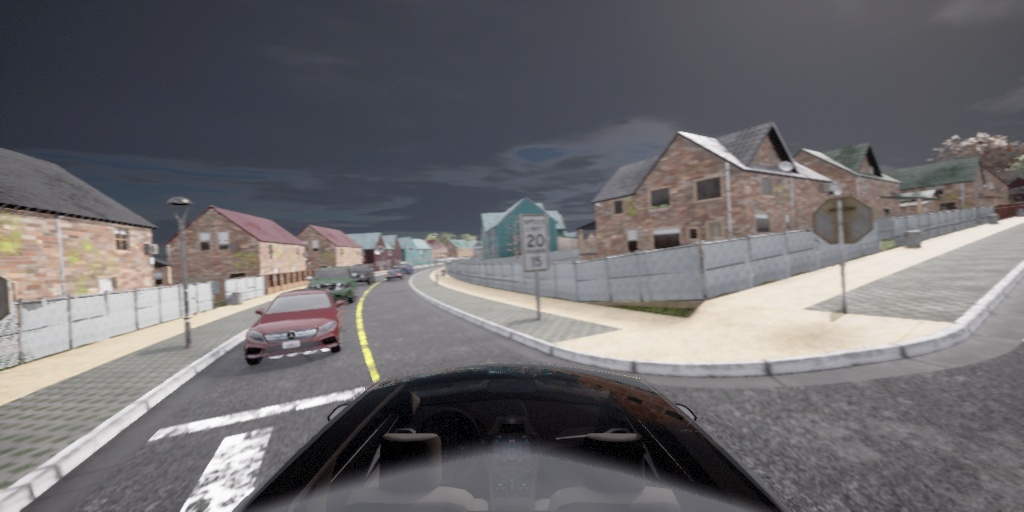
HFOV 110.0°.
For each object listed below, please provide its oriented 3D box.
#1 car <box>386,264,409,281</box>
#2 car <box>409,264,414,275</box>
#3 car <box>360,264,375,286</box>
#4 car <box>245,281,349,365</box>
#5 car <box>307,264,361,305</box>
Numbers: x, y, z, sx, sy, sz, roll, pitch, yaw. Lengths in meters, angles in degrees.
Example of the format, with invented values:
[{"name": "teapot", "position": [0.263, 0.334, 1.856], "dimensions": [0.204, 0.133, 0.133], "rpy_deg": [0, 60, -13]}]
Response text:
[{"name": "car", "position": [-13.333, 2.041, 41.182], "dimensions": [2.033, 1.411, 5.357], "rpy_deg": [-3, 1, -13]}, {"name": "car", "position": [-15.441, 1.866, 51.649], "dimensions": [2.097, 1.767, 4.553], "rpy_deg": [-3, 0, -8]}, {"name": "car", "position": [-14.871, 1.851, 35.372], "dimensions": [2.150, 2.045, 5.566], "rpy_deg": [-4, 0, -15]}, {"name": "car", "position": [-5.521, 1.637, 9.582], "dimensions": [1.812, 1.442, 4.674], "rpy_deg": [-4, 0, -23]}, {"name": "car", "position": [-10.012, 1.618, 20.223], "dimensions": [2.150, 2.045, 5.566], "rpy_deg": [-4, 0, -21]}]
